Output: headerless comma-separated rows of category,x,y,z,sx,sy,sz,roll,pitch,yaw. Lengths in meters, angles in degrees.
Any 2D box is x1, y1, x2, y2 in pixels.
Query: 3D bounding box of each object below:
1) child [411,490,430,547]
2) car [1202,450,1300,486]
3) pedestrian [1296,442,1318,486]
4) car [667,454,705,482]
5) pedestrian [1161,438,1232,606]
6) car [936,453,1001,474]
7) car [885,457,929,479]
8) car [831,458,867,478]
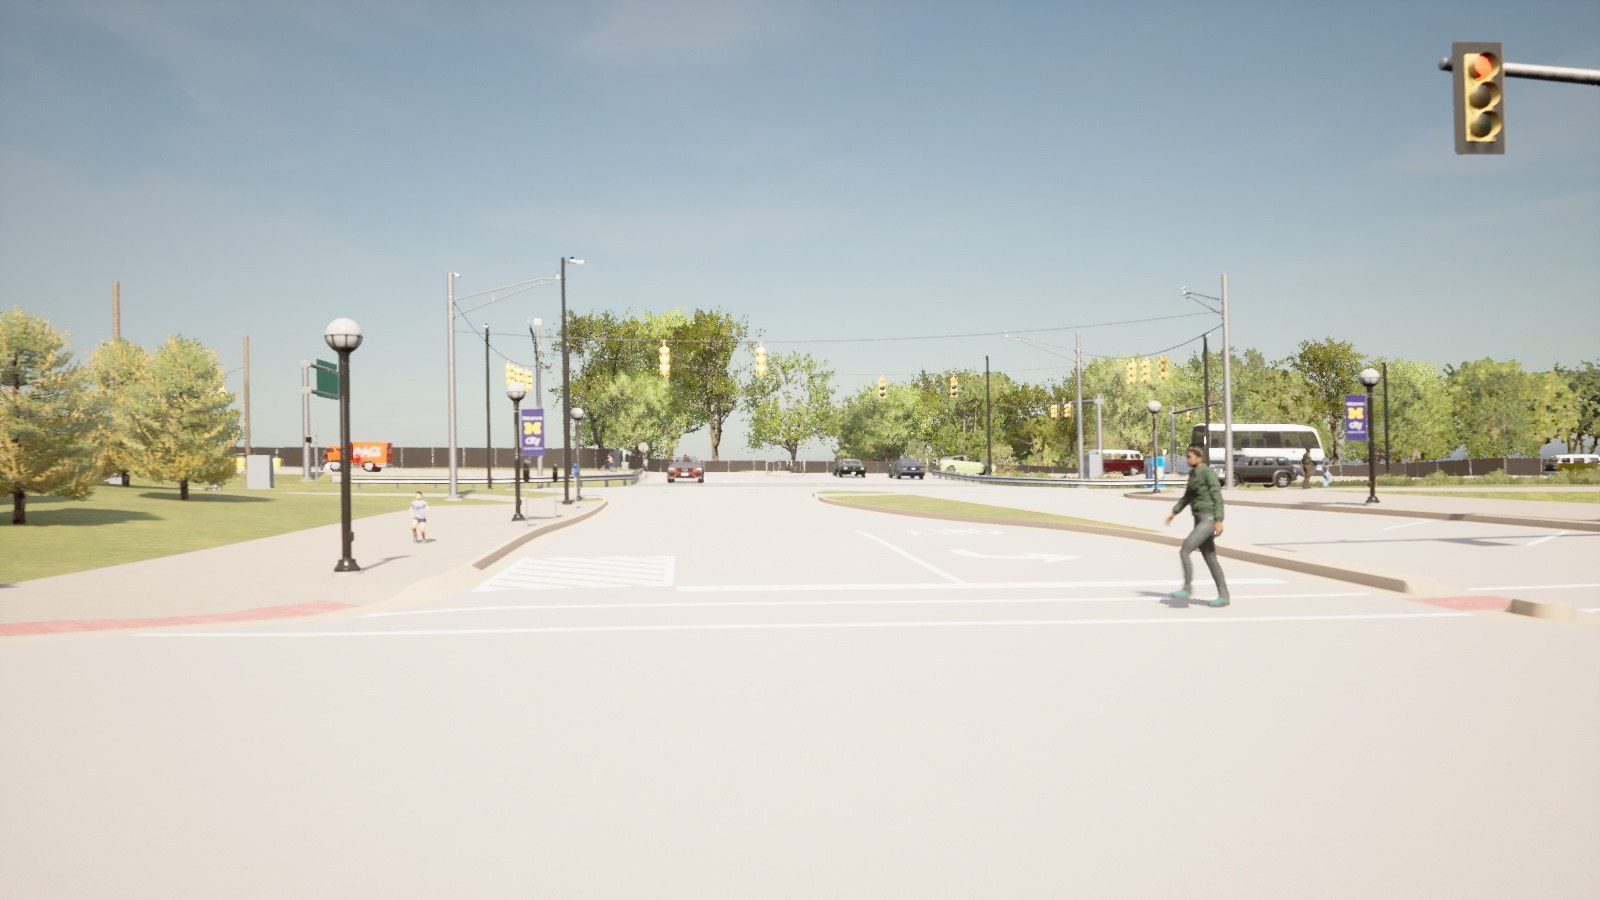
child,-7.539,1.358,24.965,0.255,1.110,0.394,-2,-1,-5
car,24.546,0.976,68.447,4.605,1.855,1.932,-1,-1,-4
pedestrian,22.170,0.612,54.913,0.692,1.930,0.395,-2,-1,-6
car,-6.912,1.072,76.644,2.152,1.651,5.027,0,-1,-3
pedestrian,4.475,0.803,14.191,0.614,1.847,0.353,-2,-1,-4
car,12.733,1.038,95.116,4.514,1.525,2.007,0,-1,-5
car,7.356,1.243,87.137,2.033,1.411,5.357,0,0,-6
car,3.500,1.259,90.135,1.895,1.301,4.718,0,1,-6
